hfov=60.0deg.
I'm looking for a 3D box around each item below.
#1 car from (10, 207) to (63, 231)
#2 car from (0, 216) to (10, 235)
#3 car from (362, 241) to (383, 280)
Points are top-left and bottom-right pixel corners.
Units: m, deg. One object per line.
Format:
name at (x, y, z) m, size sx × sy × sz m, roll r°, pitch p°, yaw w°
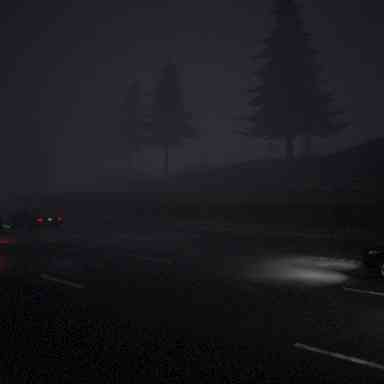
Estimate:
car at (-10.422, 1.727, 21.934) m, size 5.357 × 1.411 × 2.033 m, roll -1°, pitch 0°, yaw 44°
car at (-12.495, 1.657, 19.133) m, size 5.008 × 1.535 × 1.882 m, roll -1°, pitch 0°, yaw 44°
car at (6.652, 1.520, 7.863) m, size 4.674 × 1.442 × 1.812 m, roll -1°, pitch -1°, yaw 36°
